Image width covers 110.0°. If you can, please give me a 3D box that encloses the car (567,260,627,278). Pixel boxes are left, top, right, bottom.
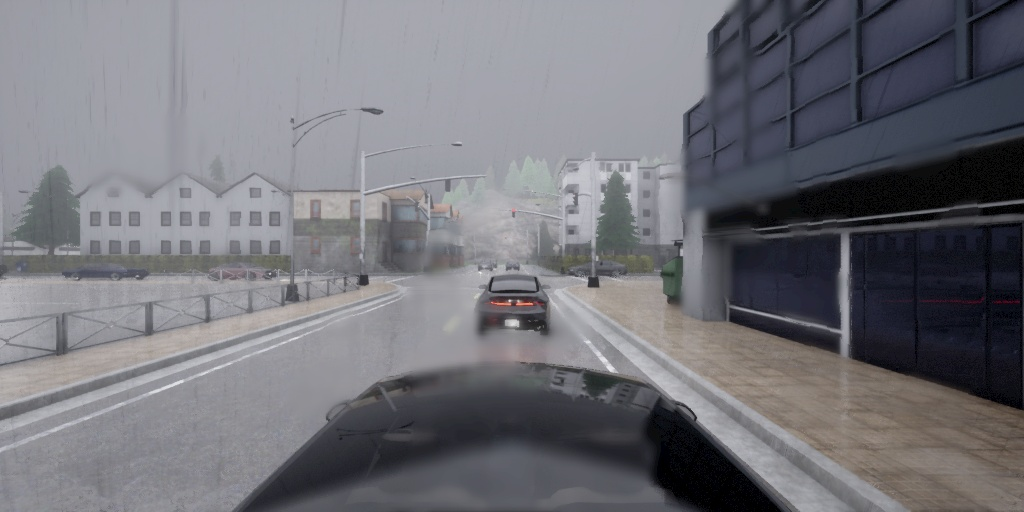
[{"bbox_3d":[7.116,1.083,30.110,4.892,1.490,1.837,0,0,0],"label":"car"}]

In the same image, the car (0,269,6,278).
[{"bbox_3d":[-41.052,1.174,26.666,4.718,1.301,1.895,0,0,1],"label":"car"}]

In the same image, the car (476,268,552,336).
[{"bbox_3d":[0.069,1.255,10.365,1.837,1.490,4.892,0,0,1],"label":"car"}]

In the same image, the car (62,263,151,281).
[{"bbox_3d":[-29.905,1.175,26.574,4.718,1.301,1.895,0,0,0],"label":"car"}]

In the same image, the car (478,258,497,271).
[{"bbox_3d":[-3.509,1.241,48.334,2.128,1.511,4.902,0,0,0],"label":"car"}]

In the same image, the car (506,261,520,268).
[{"bbox_3d":[0.135,1.351,51.118,1.895,1.301,4.718,0,0,0],"label":"car"}]

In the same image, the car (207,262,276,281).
[{"bbox_3d":[-19.885,1.138,26.526,4.181,1.385,1.994,0,0,0],"label":"car"}]
